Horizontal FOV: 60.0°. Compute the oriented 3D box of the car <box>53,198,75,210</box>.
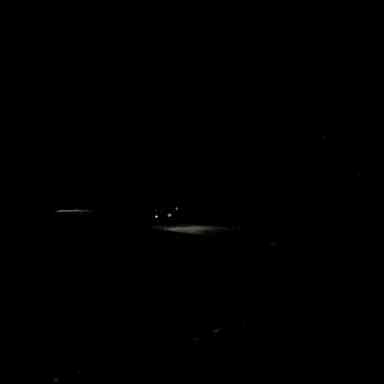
[{"bbox_3d":[-16.812,1.569,43.672,1.837,1.490,4.892,0,0,-36],"label":"car"}]

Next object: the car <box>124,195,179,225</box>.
[{"bbox_3d":[-3.196,1.249,25.235,2.150,2.045,5.566,0,0,-37],"label":"car"}]
